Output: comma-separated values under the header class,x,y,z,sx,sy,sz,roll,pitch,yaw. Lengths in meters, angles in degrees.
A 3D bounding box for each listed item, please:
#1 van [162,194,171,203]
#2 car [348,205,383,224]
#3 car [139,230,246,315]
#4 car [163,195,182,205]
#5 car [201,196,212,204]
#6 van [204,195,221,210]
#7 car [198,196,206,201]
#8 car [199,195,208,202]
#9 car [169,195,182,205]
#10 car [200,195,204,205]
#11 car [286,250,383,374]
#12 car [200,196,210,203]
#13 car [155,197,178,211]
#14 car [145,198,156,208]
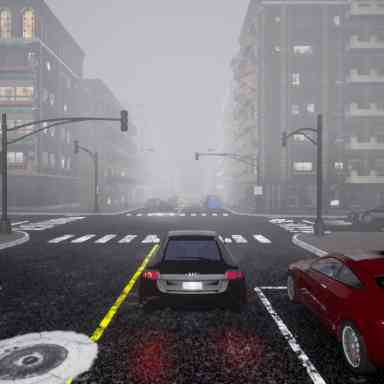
class,x,y,z,sx,sy,sz,roll,pitch,yaw
van,-5.782,1.478,76.397,1.690,1.788,3.998,-1,0,0
car,14.628,1.727,26.239,4.181,1.385,1.994,1,0,0
car,0.009,1.564,7.666,1.994,1.385,4.181,0,0,0
car,-3.051,1.604,50.694,2.033,1.411,5.357,0,0,0
car,2.735,1.539,65.287,1.967,1.590,4.097,-1,0,0
van,2.846,1.382,43.228,1.690,1.788,3.998,-1,0,0
car,2.830,1.769,92.895,1.947,1.339,4.313,-1,0,0
car,2.796,1.597,81.850,1.967,1.590,4.097,-1,0,0
car,-3.019,1.436,60.924,2.097,1.767,4.553,0,0,0
car,2.762,1.367,48.725,2.192,1.841,5.009,-1,0,0
car,2.797,1.582,5.326,1.802,1.307,4.206,0,0,0
car,2.741,1.662,70.808,1.887,1.381,4.507,-1,0,0
car,-3.066,1.637,40.516,1.895,1.301,4.718,0,0,0
car,-5.801,1.634,48.782,1.802,1.307,4.206,-1,0,0
